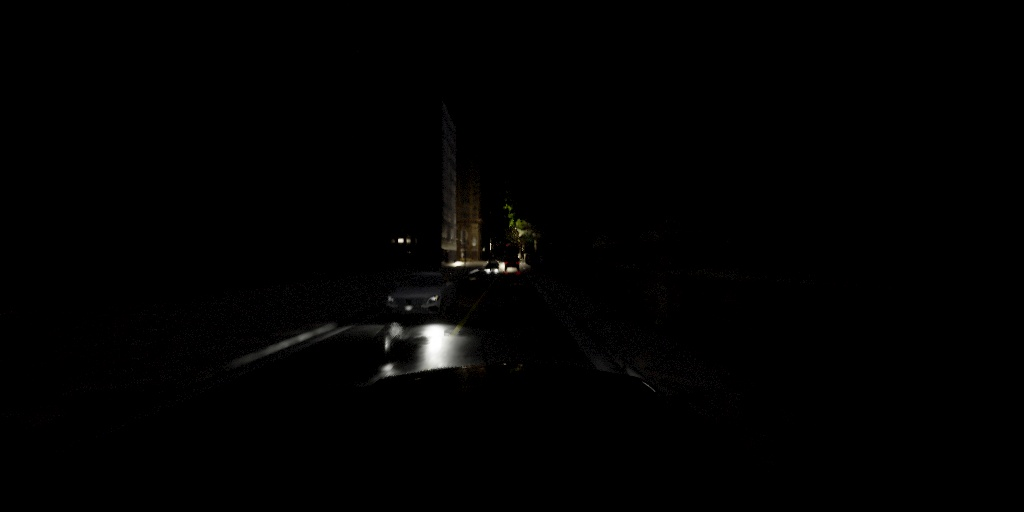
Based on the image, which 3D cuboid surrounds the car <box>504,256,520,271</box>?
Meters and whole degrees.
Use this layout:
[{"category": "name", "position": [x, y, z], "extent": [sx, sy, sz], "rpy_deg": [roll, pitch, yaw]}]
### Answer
[{"category": "car", "position": [0.021, 1.085, 51.696], "extent": [2.150, 2.045, 5.566], "rpy_deg": [0, 0, 0]}]

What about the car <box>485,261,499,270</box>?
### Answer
[{"category": "car", "position": [-3.047, 1.442, 56.372], "extent": [1.994, 1.385, 4.181], "rpy_deg": [0, 0, 1]}]

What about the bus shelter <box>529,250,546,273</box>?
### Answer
[{"category": "bus shelter", "position": [3.138, 0.710, 42.026], "extent": [1.920, 2.740, 3.880], "rpy_deg": [0, 0, 0]}]

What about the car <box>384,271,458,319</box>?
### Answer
[{"category": "car", "position": [-3.101, 1.296, 13.100], "extent": [1.812, 1.442, 4.674], "rpy_deg": [0, 0, 0]}]
